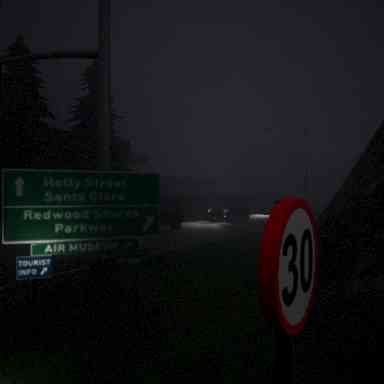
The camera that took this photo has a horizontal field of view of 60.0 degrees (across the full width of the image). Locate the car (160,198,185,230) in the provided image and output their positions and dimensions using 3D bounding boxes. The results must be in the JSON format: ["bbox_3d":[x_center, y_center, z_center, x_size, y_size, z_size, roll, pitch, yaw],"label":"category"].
[{"bbox_3d":[-2.678,1.414,20.798,2.150,2.045,5.566,0,0,36],"label":"car"}]

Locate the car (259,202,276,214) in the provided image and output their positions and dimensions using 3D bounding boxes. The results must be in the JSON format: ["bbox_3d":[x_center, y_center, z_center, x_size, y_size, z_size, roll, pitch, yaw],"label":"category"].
[{"bbox_3d":[9.086,1.756,36.945,1.994,1.385,4.181,0,0,36],"label":"car"}]

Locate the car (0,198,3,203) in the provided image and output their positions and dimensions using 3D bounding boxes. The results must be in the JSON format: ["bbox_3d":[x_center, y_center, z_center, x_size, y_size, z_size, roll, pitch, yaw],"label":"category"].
[{"bbox_3d":[-12.364,1.505,26.061,1.905,1.878,3.866,0,0,35],"label":"car"}]

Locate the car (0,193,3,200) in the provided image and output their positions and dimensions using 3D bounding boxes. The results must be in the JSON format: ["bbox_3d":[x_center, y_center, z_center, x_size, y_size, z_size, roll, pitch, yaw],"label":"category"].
[{"bbox_3d":[-38.552,1.490,70.011,4.514,1.523,2.007,0,0,35],"label":"car"}]

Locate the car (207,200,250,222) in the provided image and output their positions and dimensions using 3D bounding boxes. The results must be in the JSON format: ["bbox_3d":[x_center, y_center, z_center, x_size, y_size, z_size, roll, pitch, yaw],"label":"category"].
[{"bbox_3d":[3.212,1.544,28.891,2.097,1.767,4.553,0,0,36],"label":"car"}]
